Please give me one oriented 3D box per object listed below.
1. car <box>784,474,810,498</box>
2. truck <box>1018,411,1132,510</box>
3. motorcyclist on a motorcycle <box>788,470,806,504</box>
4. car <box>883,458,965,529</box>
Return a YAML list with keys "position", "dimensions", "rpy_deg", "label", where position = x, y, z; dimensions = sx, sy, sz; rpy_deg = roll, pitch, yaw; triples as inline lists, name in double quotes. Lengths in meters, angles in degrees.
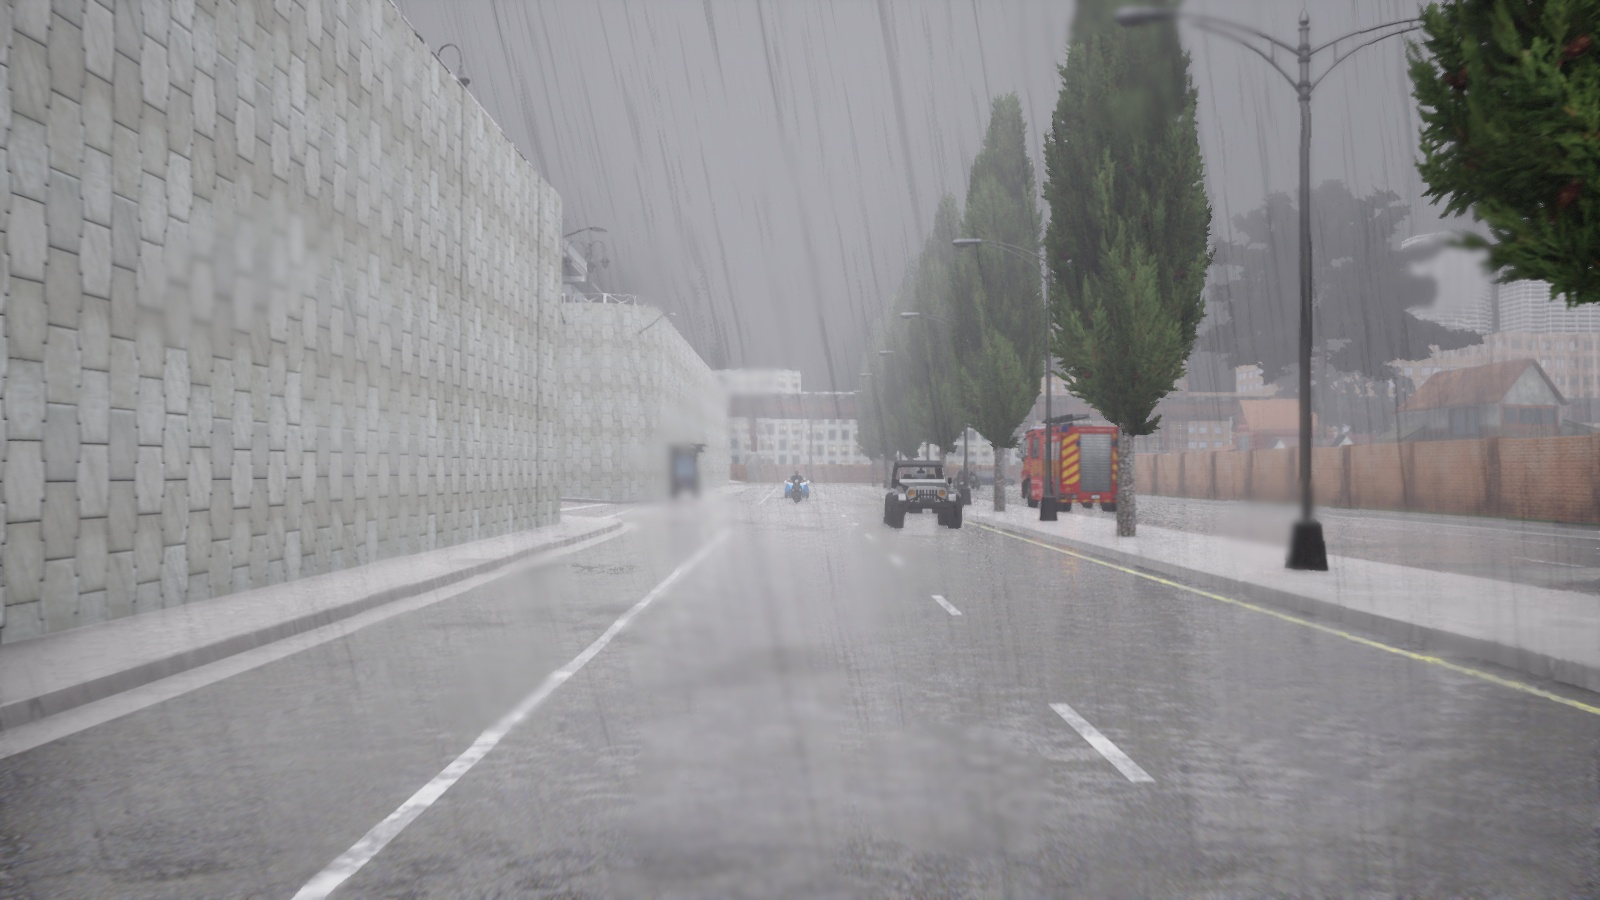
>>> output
- position: [-0.163, 2.086, 72.630]
  dimensions: [1.481, 1.376, 2.207]
  rpy_deg: [0, -1, 0]
  label: "car"
- position: [11.367, 0.488, 52.783]
  dimensions: [2.891, 3.827, 8.468]
  rpy_deg: [0, -1, 0]
  label: "truck"
- position: [-0.147, 1.780, 60.419]
  dimensions: [0.866, 1.590, 1.817]
  rpy_deg: [0, -1, 0]
  label: "motorcyclist on a motorcycle"
- position: [3.414, 1.188, 35.305]
  dimensions: [1.905, 1.878, 3.866]
  rpy_deg: [0, -1, 0]
  label: "car"
